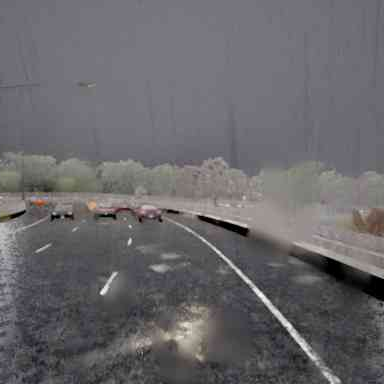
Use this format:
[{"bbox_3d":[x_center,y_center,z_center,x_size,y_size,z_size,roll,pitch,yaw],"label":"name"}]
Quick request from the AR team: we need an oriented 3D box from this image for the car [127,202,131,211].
[{"bbox_3d":[-4.879,1.719,32.107,2.033,1.411,5.357,0,-1,-14],"label":"car"}]

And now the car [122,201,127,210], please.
[{"bbox_3d":[-9.439,1.827,44.626,1.994,1.385,4.181,0,0,-23],"label":"car"}]

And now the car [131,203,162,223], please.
[{"bbox_3d":[-3.658,1.673,27.422,1.812,1.442,4.674,0,0,-15],"label":"car"}]

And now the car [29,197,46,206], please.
[{"bbox_3d":[-31.237,1.870,67.113,2.097,1.767,4.553,0,0,-40],"label":"car"}]

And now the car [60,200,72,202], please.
[{"bbox_3d":[-16.284,1.795,42.786,2.128,1.511,4.902,0,0,-24],"label":"car"}]

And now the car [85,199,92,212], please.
[{"bbox_3d":[-12.705,1.631,43.355,2.097,1.767,4.553,0,0,-23],"label":"car"}]

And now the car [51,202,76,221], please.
[{"bbox_3d":[-11.427,1.812,29.725,1.895,1.301,4.718,0,0,-18],"label":"car"}]

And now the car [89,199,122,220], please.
[{"bbox_3d":[-7.970,1.681,30.354,2.128,1.511,4.902,0,0,-18],"label":"car"}]
